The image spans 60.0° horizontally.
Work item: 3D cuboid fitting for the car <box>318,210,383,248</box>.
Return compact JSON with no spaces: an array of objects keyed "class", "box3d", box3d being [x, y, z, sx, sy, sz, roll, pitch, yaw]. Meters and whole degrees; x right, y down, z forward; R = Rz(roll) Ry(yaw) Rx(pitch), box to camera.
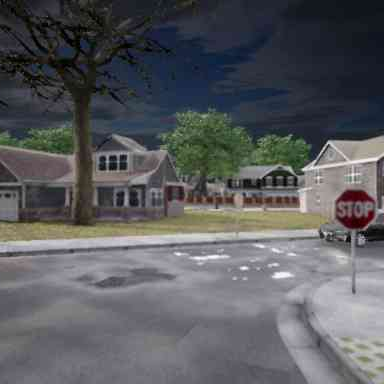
[{"class":"car","box3d":[8.087,1.590,15.179,4.892,1.490,1.837,0,0,-19]}]
